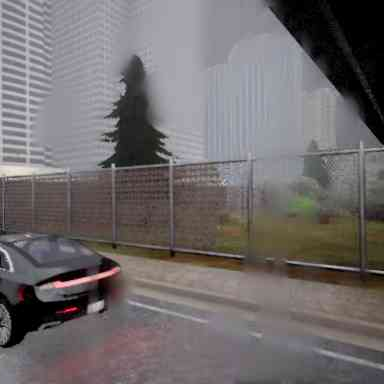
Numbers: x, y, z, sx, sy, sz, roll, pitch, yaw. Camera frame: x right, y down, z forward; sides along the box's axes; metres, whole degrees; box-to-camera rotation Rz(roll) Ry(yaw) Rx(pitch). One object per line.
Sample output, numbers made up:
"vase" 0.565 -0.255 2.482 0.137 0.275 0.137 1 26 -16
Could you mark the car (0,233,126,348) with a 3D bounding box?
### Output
"car" -3.433 1.564 6.450 4.902 1.511 2.128 -1 -1 35
